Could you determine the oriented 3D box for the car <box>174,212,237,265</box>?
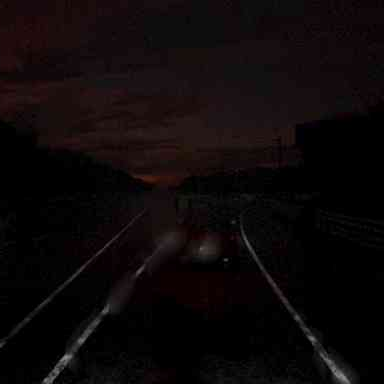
[{"bbox_3d":[0.520,1.445,11.691,1.882,1.535,5.008,0,0,4],"label":"car"}]
